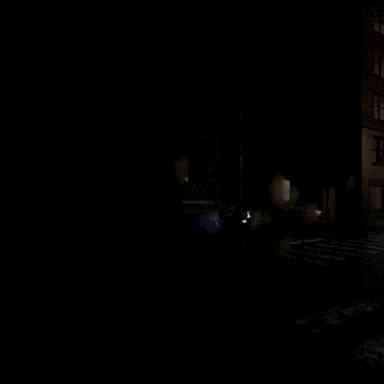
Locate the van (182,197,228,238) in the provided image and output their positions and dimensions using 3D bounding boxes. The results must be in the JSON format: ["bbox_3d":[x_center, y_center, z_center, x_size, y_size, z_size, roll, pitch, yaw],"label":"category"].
[{"bbox_3d":[-0.199,1.340,17.478,1.690,1.788,3.998,0,0,-35],"label":"van"}]

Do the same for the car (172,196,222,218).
[{"bbox_3d":[0.357,1.291,31.533,2.192,1.841,5.009,0,0,-35],"label":"car"}]

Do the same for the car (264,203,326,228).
[{"bbox_3d":[6.771,1.423,22.388,1.967,1.590,4.097,0,0,-35],"label":"car"}]

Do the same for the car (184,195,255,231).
[{"bbox_3d":[1.310,1.215,20.167,2.150,2.045,5.566,0,0,-33],"label":"car"}]
